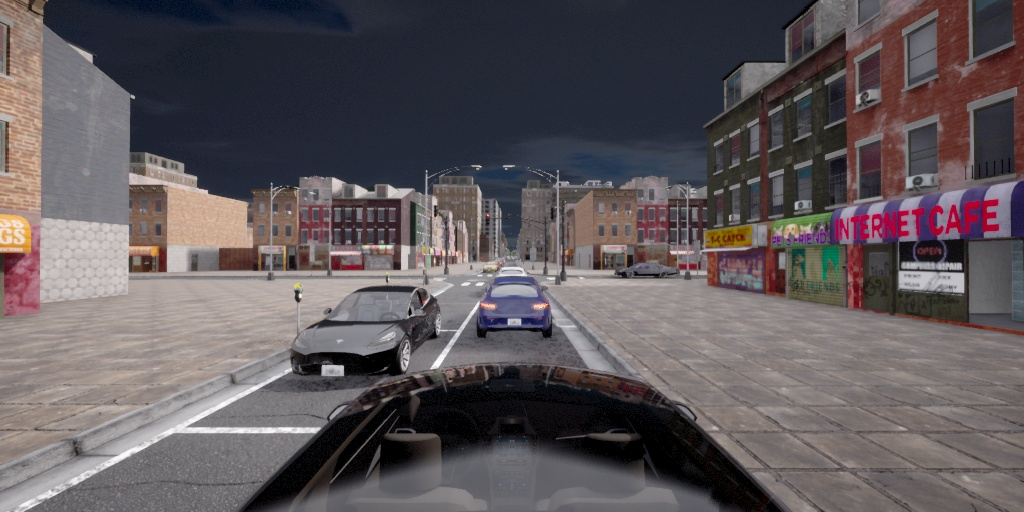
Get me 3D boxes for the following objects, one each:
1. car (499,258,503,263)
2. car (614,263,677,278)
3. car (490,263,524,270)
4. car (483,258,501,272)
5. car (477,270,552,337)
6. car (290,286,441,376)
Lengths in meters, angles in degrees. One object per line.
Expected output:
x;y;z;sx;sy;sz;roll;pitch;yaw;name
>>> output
-2.717;1.355;50.833;1.888;1.381;4.507;0;0;0;car
12.275;1.304;33.068;5.357;1.411;2.033;0;0;0;car
-0.010;1.284;19.275;1.812;1.442;4.674;0;0;0;car
-2.707;1.322;45.058;1.751;1.417;4.829;0;0;0;car
0.065;1.278;10.141;1.812;1.442;4.674;0;0;0;car
-2.647;1.317;7.459;1.948;1.339;4.313;0;0;0;car
